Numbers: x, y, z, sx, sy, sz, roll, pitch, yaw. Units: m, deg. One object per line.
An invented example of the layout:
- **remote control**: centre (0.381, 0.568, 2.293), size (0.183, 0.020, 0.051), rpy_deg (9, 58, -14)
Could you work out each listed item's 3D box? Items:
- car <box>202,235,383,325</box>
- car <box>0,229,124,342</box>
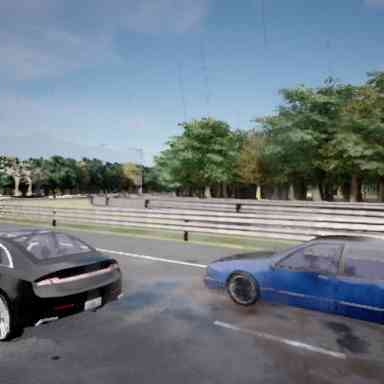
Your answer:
- **car**: centre (2.841, 1.550, 6.277), size (5.357, 1.411, 2.033), rpy_deg (0, 0, 36)
- **car**: centre (-3.479, 1.494, 6.523), size (4.902, 1.511, 2.128), rpy_deg (0, 0, 36)
